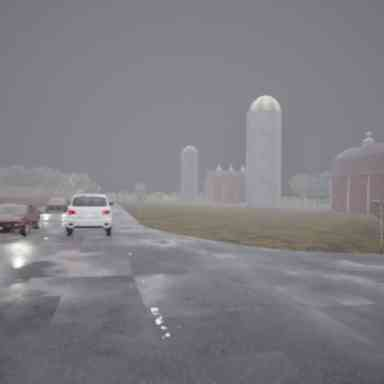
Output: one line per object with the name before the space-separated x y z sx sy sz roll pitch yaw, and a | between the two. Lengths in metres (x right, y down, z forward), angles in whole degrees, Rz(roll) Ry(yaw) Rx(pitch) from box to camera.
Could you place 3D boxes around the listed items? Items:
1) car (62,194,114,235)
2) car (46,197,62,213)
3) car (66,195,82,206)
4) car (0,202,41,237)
car | -5.494 1.116 18.103 2.150 2.045 5.566 1 0 -15
car | -13.441 1.241 33.604 1.882 1.535 5.008 1 0 -15
car | -17.893 1.242 50.484 1.837 1.490 4.892 1 -1 -14
car | -9.017 1.298 16.928 1.882 1.535 5.008 1 0 -15
